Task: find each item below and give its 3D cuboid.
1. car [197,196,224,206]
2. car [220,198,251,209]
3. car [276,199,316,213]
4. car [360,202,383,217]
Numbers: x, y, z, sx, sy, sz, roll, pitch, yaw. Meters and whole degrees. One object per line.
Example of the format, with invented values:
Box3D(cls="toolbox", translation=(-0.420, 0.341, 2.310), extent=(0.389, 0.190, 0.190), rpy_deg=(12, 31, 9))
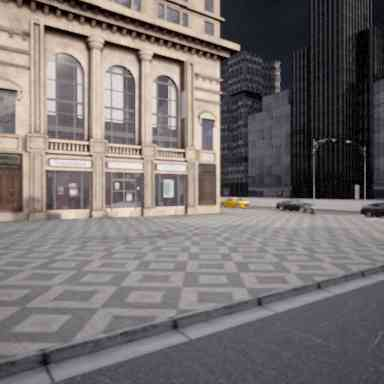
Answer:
Box3D(cls="car", translation=(3.122, 1.522, 56.553), extent=(2.128, 1.511, 4.902), rpy_deg=(0, 0, -34))
Box3D(cls="car", translation=(6.063, 1.547, 46.616), extent=(1.882, 1.535, 5.008), rpy_deg=(0, 0, -34))
Box3D(cls="car", translation=(11.842, 1.588, 38.065), extent=(2.128, 1.511, 4.902), rpy_deg=(0, 0, -34))
Box3D(cls="car", translation=(17.513, 1.649, 29.720), extent=(1.812, 1.442, 4.674), rpy_deg=(0, 0, -34))
